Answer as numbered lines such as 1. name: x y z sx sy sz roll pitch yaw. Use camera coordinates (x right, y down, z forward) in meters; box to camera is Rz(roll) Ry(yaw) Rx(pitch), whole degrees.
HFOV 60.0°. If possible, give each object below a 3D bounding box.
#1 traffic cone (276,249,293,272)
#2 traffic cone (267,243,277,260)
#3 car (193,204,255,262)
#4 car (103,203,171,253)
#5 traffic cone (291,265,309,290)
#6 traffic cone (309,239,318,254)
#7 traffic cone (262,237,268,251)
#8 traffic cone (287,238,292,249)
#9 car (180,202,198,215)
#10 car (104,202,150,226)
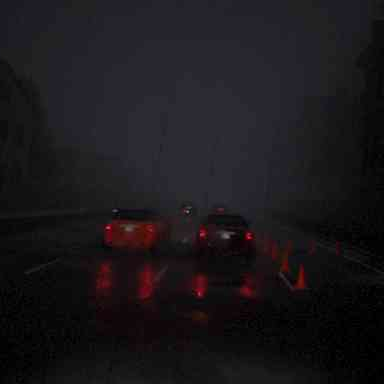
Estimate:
1. traffic cone: 2.983 2.211 10.613 0.340 0.580 0.340 2 -1 4
2. traffic cone: 3.128 2.240 12.607 0.340 0.580 0.340 2 -1 4
3. car: 1.297 1.564 13.412 2.097 1.767 4.553 2 -1 4
4. car: -2.145 1.422 14.286 2.097 1.767 4.553 2 -1 4
5. traffic cone: 2.837 2.182 8.618 0.340 0.580 0.340 2 -1 4
6. traffic cone: 5.267 2.356 14.455 0.340 0.580 0.340 2 -1 4
7. traffic cone: 3.274 2.270 14.602 0.340 0.580 0.340 2 -1 4
8. traffic cone: 4.270 2.313 14.529 0.340 0.580 0.340 2 -1 4
9. car: -0.310 1.947 39.532 1.837 1.490 4.892 2 -1 4
10. car: -4.834 1.573 25.569 2.128 1.511 4.902 2 -1 4
